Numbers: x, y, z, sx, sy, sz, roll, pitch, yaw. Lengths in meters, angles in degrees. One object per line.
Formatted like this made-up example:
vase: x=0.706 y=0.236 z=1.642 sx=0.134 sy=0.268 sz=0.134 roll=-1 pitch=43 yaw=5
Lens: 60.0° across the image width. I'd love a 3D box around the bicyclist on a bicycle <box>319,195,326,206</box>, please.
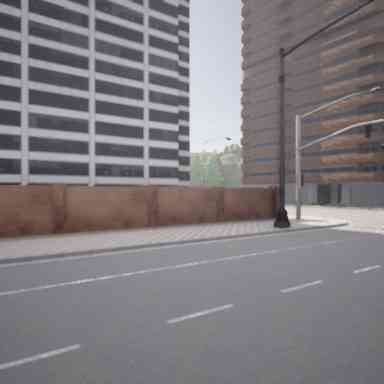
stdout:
bicyclist on a bicycle: x=18.509 y=1.230 z=47.151 sx=1.656 sy=1.620 sz=0.582 roll=0 pitch=0 yaw=-36
